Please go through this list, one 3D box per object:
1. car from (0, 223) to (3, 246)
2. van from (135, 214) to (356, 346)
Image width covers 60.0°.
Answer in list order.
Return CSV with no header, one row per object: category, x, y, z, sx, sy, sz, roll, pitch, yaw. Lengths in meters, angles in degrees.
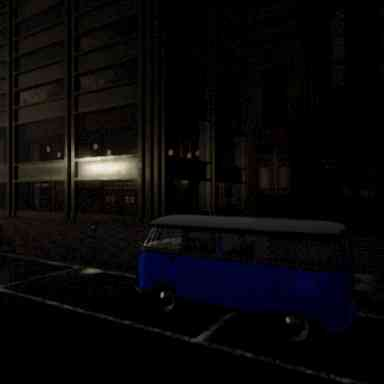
car,-8.806,1.328,11.792,5.009,1.841,2.192,0,0,31
van,0.828,1.347,6.044,3.998,1.788,1.690,0,0,31
